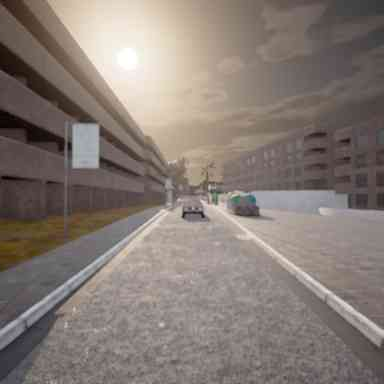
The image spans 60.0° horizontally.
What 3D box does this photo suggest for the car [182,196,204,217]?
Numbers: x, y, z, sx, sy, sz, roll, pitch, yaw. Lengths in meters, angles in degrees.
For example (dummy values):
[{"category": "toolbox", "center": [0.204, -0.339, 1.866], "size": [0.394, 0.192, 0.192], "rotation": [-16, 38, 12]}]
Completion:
[{"category": "car", "center": [0.095, 1.346, 28.514], "size": [2.033, 1.411, 5.357], "rotation": [0, 0, 0]}]
